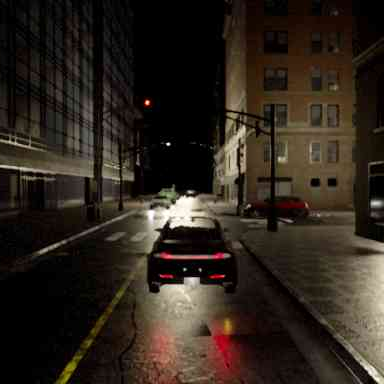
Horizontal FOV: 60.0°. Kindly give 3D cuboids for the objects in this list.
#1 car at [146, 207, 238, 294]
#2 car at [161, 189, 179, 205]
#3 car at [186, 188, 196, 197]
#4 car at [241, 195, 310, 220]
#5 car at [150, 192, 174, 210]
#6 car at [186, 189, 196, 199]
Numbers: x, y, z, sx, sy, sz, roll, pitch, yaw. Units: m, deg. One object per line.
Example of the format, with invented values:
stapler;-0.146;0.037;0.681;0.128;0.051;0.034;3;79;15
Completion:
car;0.022;1.371;8.473;2.128;1.511;4.902;0;1;1
car;-3.203;0.588;43.719;2.150;2.045;5.566;0;1;1
car;-0.221;0.094;75.348;2.097;1.767;4.553;0;1;0
car;5.789;0.999;23.443;4.553;1.767;2.097;0;1;5
car;-3.194;1.030;34.271;1.812;1.442;4.674;0;1;0
car;-0.191;0.549;64.964;2.128;1.511;4.902;0;1;0
